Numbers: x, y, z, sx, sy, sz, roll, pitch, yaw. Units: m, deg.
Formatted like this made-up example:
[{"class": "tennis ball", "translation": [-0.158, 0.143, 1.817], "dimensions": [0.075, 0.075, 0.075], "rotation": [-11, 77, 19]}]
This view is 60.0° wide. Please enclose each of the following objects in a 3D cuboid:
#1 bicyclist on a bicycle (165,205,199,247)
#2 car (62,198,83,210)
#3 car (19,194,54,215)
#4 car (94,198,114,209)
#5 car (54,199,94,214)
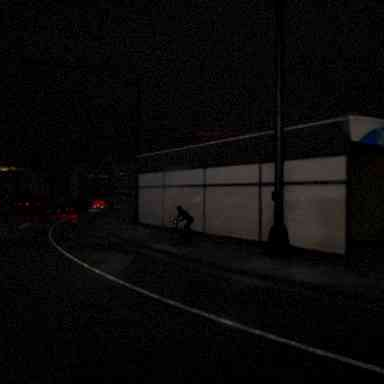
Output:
[{"class": "bicyclist on a bicycle", "translation": [-0.380, 1.356, 13.275], "dimensions": [1.656, 1.620, 0.582], "rotation": [0, 0, -35]}, {"class": "car", "translation": [-16.584, 1.639, 46.251], "dimensions": [1.994, 1.385, 4.181], "rotation": [0, 0, -9]}, {"class": "car", "translation": [-16.038, 1.263, 35.001], "dimensions": [2.150, 2.045, 5.566], "rotation": [0, 0, -1]}, {"class": "car", "translation": [-12.792, 1.584, 48.161], "dimensions": [1.882, 1.535, 5.008], "rotation": [0, 0, 2]}, {"class": "car", "translation": [-12.558, 1.559, 35.824], "dimensions": [2.128, 1.511, 4.902], "rotation": [0, 0, -1]}]
